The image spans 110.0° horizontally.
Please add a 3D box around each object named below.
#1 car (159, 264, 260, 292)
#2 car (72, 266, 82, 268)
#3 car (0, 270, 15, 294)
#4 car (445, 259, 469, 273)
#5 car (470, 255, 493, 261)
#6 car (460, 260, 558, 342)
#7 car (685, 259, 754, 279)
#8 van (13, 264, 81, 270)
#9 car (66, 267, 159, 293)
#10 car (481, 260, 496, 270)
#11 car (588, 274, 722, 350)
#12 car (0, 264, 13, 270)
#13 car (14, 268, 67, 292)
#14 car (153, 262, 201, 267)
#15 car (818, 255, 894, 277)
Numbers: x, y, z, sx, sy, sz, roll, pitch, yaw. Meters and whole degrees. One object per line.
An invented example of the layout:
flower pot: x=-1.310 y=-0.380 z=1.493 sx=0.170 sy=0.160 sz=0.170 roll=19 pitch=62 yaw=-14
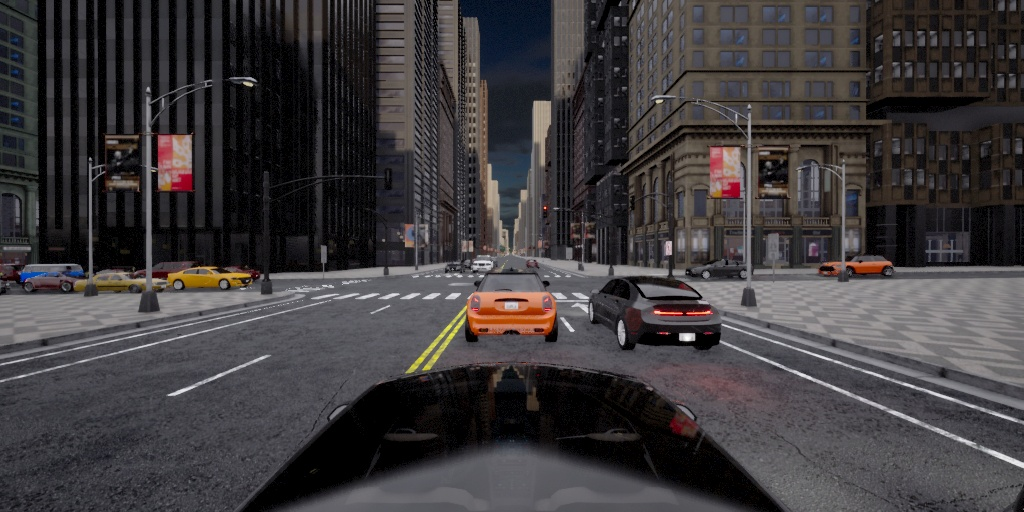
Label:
car: x=-20.776 y=1.492 z=24.768 sx=5.008 sy=1.535 sz=1.882 roll=-1 pitch=0 yaw=0
car: x=-34.209 y=1.755 z=30.649 sx=4.207 sy=1.307 sz=1.802 roll=0 pitch=0 yaw=0
car: x=-33.817 y=1.754 z=22.110 sx=4.403 sy=1.370 sz=2.007 roll=0 pitch=0 yaw=0
car: x=-6.688 y=1.299 z=42.474 sx=1.994 sy=1.385 sz=4.181 roll=0 pitch=0 yaw=0
car: x=-3.440 y=0.956 z=43.315 sx=2.150 sy=2.045 sz=5.566 roll=0 pitch=0 yaw=0
car: x=-0.005 y=1.102 z=9.920 sx=2.097 sy=1.767 sz=4.553 roll=0 pitch=0 yaw=0
car: x=16.131 y=1.005 z=27.997 sx=4.892 sy=1.490 sz=1.837 roll=-1 pitch=0 yaw=0
van: x=-39.296 y=1.583 z=30.655 sx=3.998 sy=1.789 sz=1.690 roll=0 pitch=0 yaw=0
car: x=-23.876 y=1.596 z=22.109 sx=4.829 sy=1.417 sz=1.751 roll=0 pitch=0 yaw=0
car: x=-3.446 y=1.290 z=53.287 sx=1.994 sy=1.385 sz=4.181 roll=0 pitch=0 yaw=1
car: x=3.237 y=1.254 z=9.059 sx=1.837 sy=1.490 sz=4.892 roll=0 pitch=0 yaw=0
car: x=-44.383 y=1.626 z=30.661 sx=5.009 sy=1.841 sz=2.192 roll=0 pitch=0 yaw=0
car: x=-30.775 y=1.715 z=24.783 sx=4.181 sy=1.385 sz=1.994 roll=-1 pitch=0 yaw=1
car: x=-29.122 y=1.418 z=30.643 sx=5.009 sy=1.841 sz=2.192 roll=0 pitch=0 yaw=0
car: x=26.715 y=0.711 z=28.000 sx=4.553 sy=1.767 sz=2.097 roll=-1 pitch=0 yaw=0
